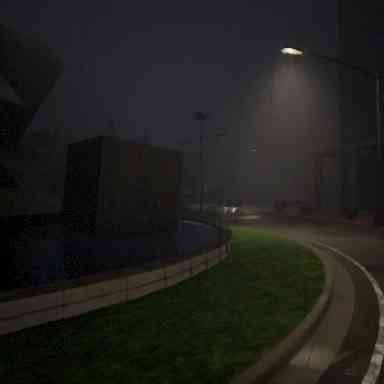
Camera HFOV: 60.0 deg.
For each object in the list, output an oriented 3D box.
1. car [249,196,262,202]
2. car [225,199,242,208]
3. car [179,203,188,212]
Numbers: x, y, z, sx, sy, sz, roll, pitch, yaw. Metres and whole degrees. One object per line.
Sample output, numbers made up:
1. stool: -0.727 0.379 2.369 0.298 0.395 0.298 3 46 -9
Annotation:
1. car: 13.875 1.492 72.221 2.097 1.767 4.553 -1 -1 25
2. car: 7.298 1.959 58.272 1.837 1.490 4.892 -1 -1 26
3. car: -2.447 1.958 42.656 1.994 1.385 4.181 -1 -1 43
